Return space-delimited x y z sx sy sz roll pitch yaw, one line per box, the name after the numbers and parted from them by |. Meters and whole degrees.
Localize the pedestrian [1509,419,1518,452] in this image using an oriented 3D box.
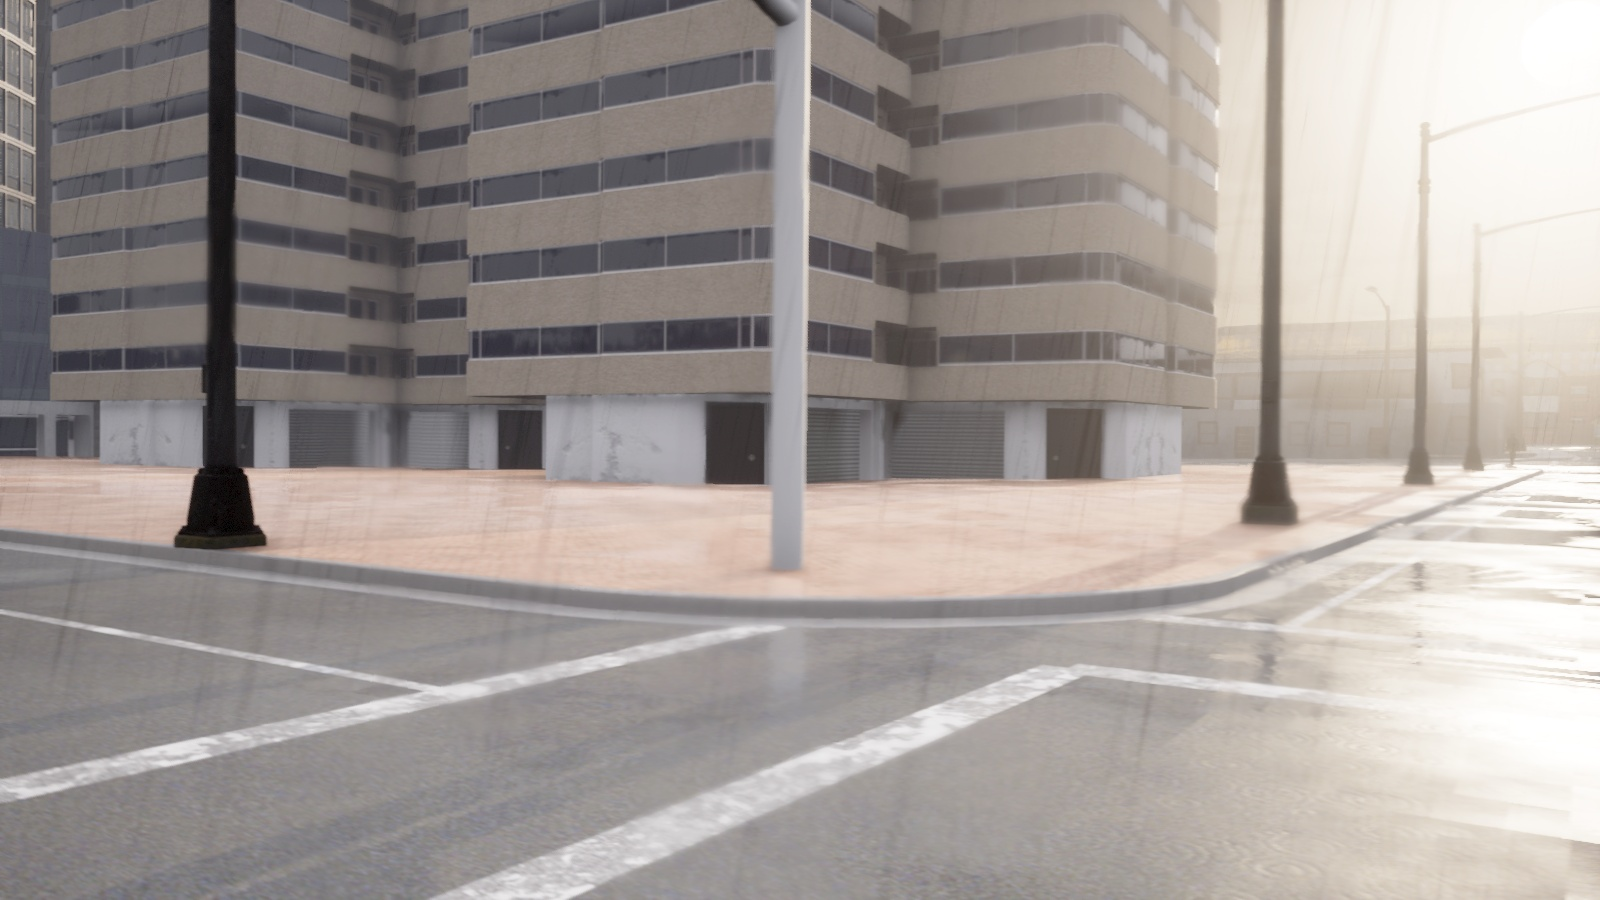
40.498 -0.823 71.257 0.431 1.840 0.703 0 1 29 | pedestrian
